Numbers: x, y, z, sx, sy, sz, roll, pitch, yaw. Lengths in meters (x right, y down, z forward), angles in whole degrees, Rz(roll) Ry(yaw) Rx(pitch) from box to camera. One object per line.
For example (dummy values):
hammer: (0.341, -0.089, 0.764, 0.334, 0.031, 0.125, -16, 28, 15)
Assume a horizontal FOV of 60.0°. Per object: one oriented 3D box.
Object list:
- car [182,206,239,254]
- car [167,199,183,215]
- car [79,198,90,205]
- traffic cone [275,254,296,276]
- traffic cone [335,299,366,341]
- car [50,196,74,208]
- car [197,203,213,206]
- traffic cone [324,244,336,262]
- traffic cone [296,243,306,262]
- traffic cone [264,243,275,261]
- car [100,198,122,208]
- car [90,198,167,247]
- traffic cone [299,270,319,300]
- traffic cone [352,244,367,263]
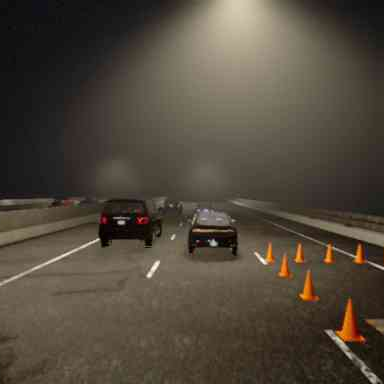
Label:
car: (0.805, 1.568, 13.791, 2.128, 1.511, 4.902, 0, 0, 1)
car: (-2.144, 1.522, 37.037, 2.097, 1.767, 4.553, 0, 0, 1)
car: (-15.958, 1.635, 51.775, 2.128, 1.511, 4.902, 0, 0, 2)
traffic cone: (2.608, 2.022, 9.287, 0.340, 0.580, 0.340, 0, 0, 1)
traffic cone: (2.514, 2.001, 5.288, 0.340, 0.580, 0.340, 0, 0, 1)
car: (-19.500, 1.464, 50.174, 2.097, 1.767, 4.553, 0, 0, 2)
car: (1.232, 1.715, 31.751, 2.033, 1.411, 5.357, 0, 0, 1)
traffic cone: (4.655, 2.046, 11.239, 0.340, 0.580, 0.340, 0, 0, 1)
traffic cone: (3.655, 2.039, 11.263, 0.340, 0.580, 0.340, 0, 0, 1)
traffic cone: (2.656, 2.033, 11.287, 0.340, 0.580, 0.340, 0, 0, 1)
car: (-12.469, 1.658, 51.495, 2.128, 1.511, 4.902, 0, 0, 2)
car: (-2.656, 1.284, 15.482, 2.150, 2.045, 5.566, 0, 0, 1)
traffic cone: (2.561, 2.012, 7.288, 0.340, 0.580, 0.340, 0, 0, 1)
traffic cone: (5.655, 2.053, 11.216, 0.340, 0.580, 0.340, 0, 0, 1)
